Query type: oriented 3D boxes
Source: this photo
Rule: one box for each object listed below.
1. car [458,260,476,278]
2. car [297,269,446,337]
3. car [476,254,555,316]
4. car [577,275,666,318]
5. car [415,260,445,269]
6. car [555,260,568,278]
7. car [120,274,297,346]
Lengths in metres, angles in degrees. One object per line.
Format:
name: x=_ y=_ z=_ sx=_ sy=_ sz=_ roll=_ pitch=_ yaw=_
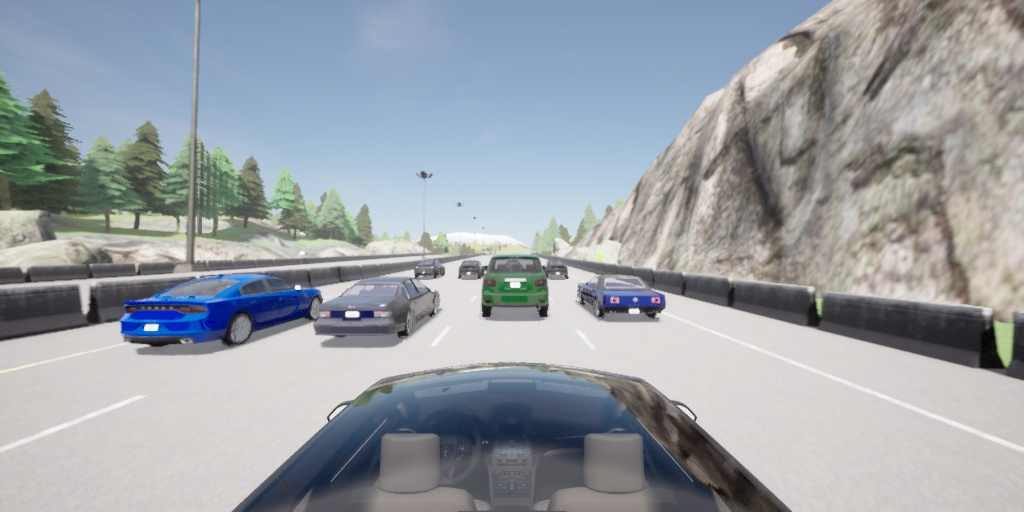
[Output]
car: x=-3.399 y=1.072 z=30.569 sx=1.837 sy=1.490 sz=4.892 roll=0 pitch=1 yaw=0
car: x=-3.400 y=1.275 z=10.142 sx=2.033 sy=1.411 sz=5.357 roll=0 pitch=0 yaw=0
car: x=0.100 y=0.934 z=13.299 sx=2.150 sy=2.045 sz=5.566 roll=0 pitch=0 yaw=0
car: x=3.600 y=1.316 z=12.755 sx=1.895 sy=1.301 sz=4.718 roll=0 pitch=0 yaw=0
car: x=-6.899 y=1.060 z=30.444 sx=2.128 sy=1.511 sz=4.902 roll=0 pitch=1 yaw=0
car: x=3.601 y=1.072 z=30.577 sx=1.837 sy=1.490 sz=4.892 roll=0 pitch=1 yaw=0
car: x=-6.900 y=1.208 z=9.336 sx=1.882 sy=1.535 sz=5.008 roll=0 pitch=0 yaw=0
